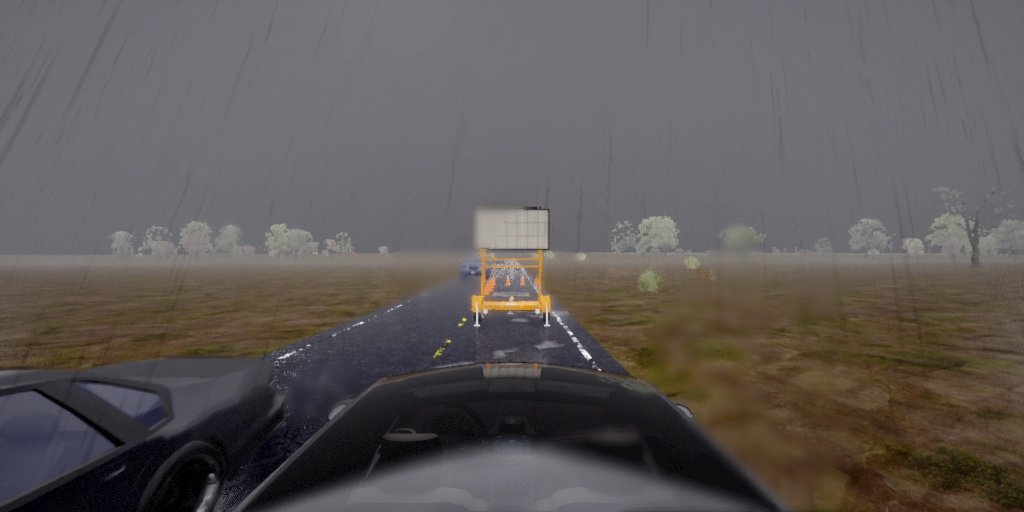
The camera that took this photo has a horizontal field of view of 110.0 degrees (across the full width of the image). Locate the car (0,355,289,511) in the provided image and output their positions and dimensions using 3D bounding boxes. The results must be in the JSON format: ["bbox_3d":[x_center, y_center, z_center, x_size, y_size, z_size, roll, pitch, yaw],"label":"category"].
[{"bbox_3d":[-3.106,1.297,1.123,2.033,1.411,5.357,0,0,0],"label":"car"}]

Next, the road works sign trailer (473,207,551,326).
[{"bbox_3d":[0.002,0.214,11.605,2.380,3.560,2.880,0,0,0],"label":"road works sign trailer"}]

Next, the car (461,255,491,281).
[{"bbox_3d":[-2.991,0.972,30.899,2.150,2.045,5.566,0,0,0],"label":"car"}]
